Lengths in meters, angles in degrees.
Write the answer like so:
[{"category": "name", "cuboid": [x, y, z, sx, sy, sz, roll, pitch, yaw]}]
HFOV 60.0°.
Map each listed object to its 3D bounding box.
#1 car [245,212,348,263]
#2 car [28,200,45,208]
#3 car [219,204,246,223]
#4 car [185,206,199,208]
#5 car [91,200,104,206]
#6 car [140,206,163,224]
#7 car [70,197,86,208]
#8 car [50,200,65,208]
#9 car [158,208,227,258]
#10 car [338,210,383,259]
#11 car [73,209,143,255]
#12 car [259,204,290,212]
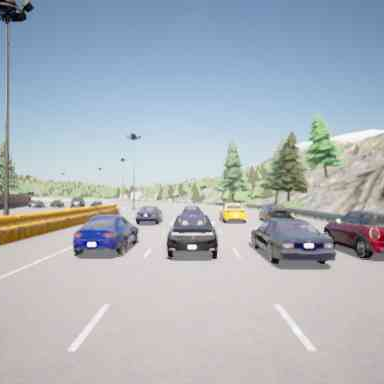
[{"category": "car", "cuboid": [3.517, 1.685, 12.481, 2.033, 1.411, 5.357, 0, -1, 0]}, {"category": "car", "cuboid": [-27.761, 2.148, 59.488, 2.128, 1.511, 4.902, 0, -1, -11]}, {"category": "car", "cuboid": [3.509, 1.796, 29.215, 1.882, 1.535, 5.008, 0, 0, 0]}, {"category": "car", "cuboid": [0.012, 1.876, 28.474, 1.994, 1.385, 4.181, 0, -1, 0]}, {"category": "car", "cuboid": [-17.596, 2.240, 62.112, 1.994, 1.385, 4.181, 0, -1, -11]}, {"category": "car", "cuboid": [-3.480, 1.848, 27.490, 2.033, 1.411, 5.357, 0, -1, 0]}, {"category": "car", "cuboid": [-21.001, 1.892, 61.496, 2.150, 2.045, 5.566, 0, -1, -12]}, {"category": "car", "cuboid": [-24.313, 2.160, 60.104, 1.837, 1.490, 4.892, 0, -1, -11]}, {"category": "car", "cuboid": [0.031, 1.641, 13.476, 2.128, 1.511, 4.902, 0, 0, 1]}, {"category": "car", "cuboid": [7.031, 1.498, 13.389, 2.097, 1.767, 4.553, 0, -1, 1]}, {"category": "car", "cuboid": [-3.464, 1.678, 13.872, 1.812, 1.442, 4.674, 0, 0, 1]}, {"category": "car", "cuboid": [7.014, 1.818, 28.473, 1.837, 1.490, 4.892, 0, 0, 0]}]
